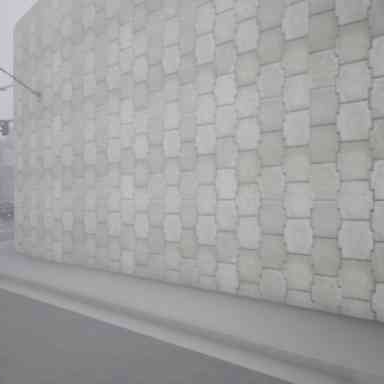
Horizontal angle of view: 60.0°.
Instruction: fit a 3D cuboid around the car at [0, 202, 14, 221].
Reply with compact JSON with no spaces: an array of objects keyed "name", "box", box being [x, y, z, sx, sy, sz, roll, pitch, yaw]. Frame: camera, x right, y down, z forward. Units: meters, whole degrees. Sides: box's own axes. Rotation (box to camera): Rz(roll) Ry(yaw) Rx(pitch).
[{"name":"car","box":[-12.649,1.052,26.822,2.150,2.045,5.566,-1,4,35]}]
